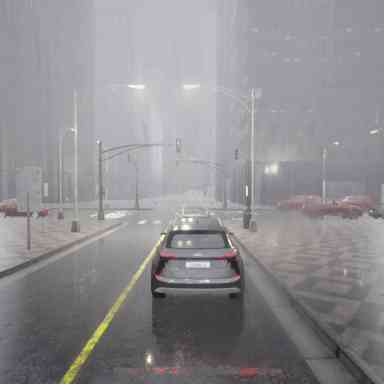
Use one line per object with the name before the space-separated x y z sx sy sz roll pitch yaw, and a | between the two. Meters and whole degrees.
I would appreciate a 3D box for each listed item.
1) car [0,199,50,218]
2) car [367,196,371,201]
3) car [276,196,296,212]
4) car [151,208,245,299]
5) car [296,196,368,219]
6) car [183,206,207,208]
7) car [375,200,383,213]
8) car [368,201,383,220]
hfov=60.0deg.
car | -14.834 1.566 29.236 4.507 1.381 1.887 0 1 0
car | 17.861 1.354 37.760 5.009 1.841 2.192 0 1 0
car | 12.217 1.325 37.759 5.009 1.841 2.192 0 1 0
car | 0.133 1.428 8.475 2.033 1.649 4.856 0 0 1
car | 12.207 1.463 29.235 5.009 1.841 2.192 0 1 0
car | 0.147 1.507 17.562 1.837 1.490 4.892 0 0 0
car | 23.502 1.634 37.763 4.313 1.339 1.947 0 1 0
car | 17.850 1.742 29.239 4.313 1.339 1.947 0 1 0
